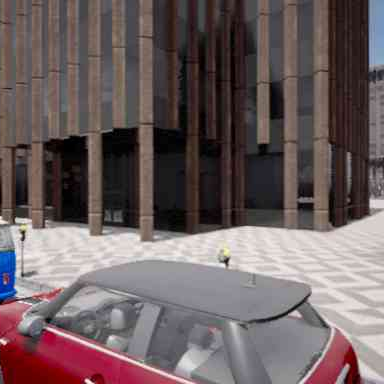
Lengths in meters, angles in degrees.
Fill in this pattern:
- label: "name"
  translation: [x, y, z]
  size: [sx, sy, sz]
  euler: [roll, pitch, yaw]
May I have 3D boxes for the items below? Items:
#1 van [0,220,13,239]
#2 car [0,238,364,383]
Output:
- label: "van"
  translation: [-5.166, 1.337, 6.652]
  size: [3.998, 1.788, 1.690]
  euler: [0, 0, 35]
- label: "car"
  translation: [-0.578, 1.439, 3.379]
  size: [4.097, 1.590, 1.967]
  euler: [0, 0, 35]
